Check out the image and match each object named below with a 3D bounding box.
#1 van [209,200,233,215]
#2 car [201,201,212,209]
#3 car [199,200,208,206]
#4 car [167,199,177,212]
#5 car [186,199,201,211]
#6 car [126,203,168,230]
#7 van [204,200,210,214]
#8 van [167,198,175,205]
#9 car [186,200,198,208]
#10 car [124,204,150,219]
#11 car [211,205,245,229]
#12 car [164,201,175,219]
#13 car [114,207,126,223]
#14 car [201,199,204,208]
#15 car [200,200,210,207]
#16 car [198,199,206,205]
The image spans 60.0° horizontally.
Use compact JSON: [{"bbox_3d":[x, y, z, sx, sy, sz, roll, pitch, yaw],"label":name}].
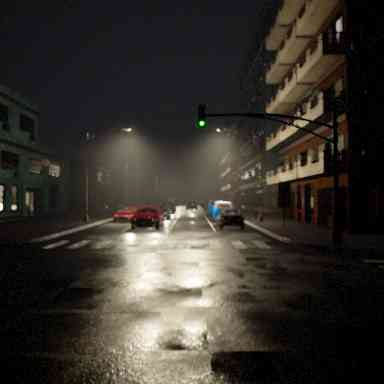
[{"bbox_3d":[2.703,1.722,29.386,1.690,1.788,3.998,1,-1,0],"label":"van"},{"bbox_3d":[2.698,2.359,62.866,1.947,1.339,4.313,1,-1,0],"label":"car"},{"bbox_3d":[2.697,2.533,79.608,1.887,1.381,4.507,1,-1,0],"label":"car"},{"bbox_3d":[-3.090,2.059,44.273,2.128,1.511,4.902,0,-1,0],"label":"car"},{"bbox_3d":[-0.004,2.225,53.286,2.033,1.411,5.357,0,-1,0],"label":"car"},{"bbox_3d":[-3.090,1.788,23.859,1.882,1.535,5.008,0,-1,0],"label":"car"},{"bbox_3d":[2.702,1.862,40.548,1.690,1.788,3.998,1,-1,0],"label":"van"},{"bbox_3d":[-5.680,2.458,90.728,1.690,1.788,3.998,1,-1,0],"label":"van"},{"bbox_3d":[-0.006,2.350,63.708,2.033,1.411,5.357,0,-1,0],"label":"car"},{"bbox_3d":[-5.681,1.995,34.928,1.887,1.381,4.507,1,-1,0],"label":"car"},{"bbox_3d":[2.700,1.861,23.804,2.008,1.369,4.403,1,-1,0],"label":"car"},{"bbox_3d":[-3.090,1.942,33.900,1.837,1.490,4.892,0,-1,0],"label":"car"},{"bbox_3d":[-5.681,1.962,29.347,1.802,1.307,4.206,1,-1,0],"label":"car"},{"bbox_3d":[2.699,2.186,51.875,1.752,1.417,4.829,1,-1,0],"label":"car"},{"bbox_3d":[2.697,2.425,68.446,1.947,1.339,4.313,1,-1,0],"label":"car"},{"bbox_3d":[2.696,2.668,90.768,2.008,1.369,4.403,1,-1,0],"label":"car"}]
